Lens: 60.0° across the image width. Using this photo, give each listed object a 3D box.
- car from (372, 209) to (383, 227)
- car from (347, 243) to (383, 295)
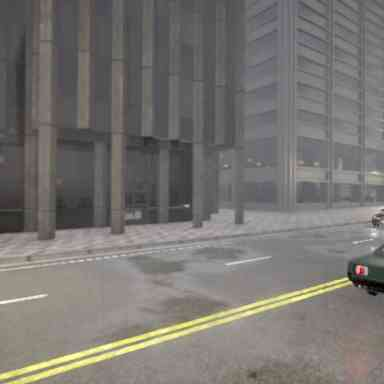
[{"bbox_3d":[13.406,1.516,21.336,4.674,1.442,1.812,0,0,-36],"label":"car"},{"bbox_3d":[5.580,1.598,7.458,4.718,1.301,1.895,0,0,-36],"label":"car"}]
